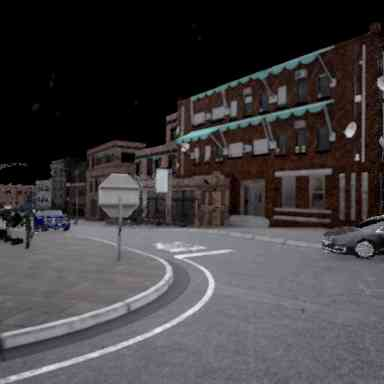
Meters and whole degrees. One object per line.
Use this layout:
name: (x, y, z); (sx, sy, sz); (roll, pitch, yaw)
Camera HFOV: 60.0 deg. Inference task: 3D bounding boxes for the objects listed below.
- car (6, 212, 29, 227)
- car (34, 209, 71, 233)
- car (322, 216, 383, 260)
car: (-23.620, 3.730, 45.068); (2.150, 2.045, 5.566); (2, -4, -37)
car: (-13.075, 2.636, 30.856); (2.150, 2.045, 5.566); (1, -4, -37)
car: (7.338, 1.609, 12.208); (4.892, 1.490, 1.837); (-1, -1, -1)
